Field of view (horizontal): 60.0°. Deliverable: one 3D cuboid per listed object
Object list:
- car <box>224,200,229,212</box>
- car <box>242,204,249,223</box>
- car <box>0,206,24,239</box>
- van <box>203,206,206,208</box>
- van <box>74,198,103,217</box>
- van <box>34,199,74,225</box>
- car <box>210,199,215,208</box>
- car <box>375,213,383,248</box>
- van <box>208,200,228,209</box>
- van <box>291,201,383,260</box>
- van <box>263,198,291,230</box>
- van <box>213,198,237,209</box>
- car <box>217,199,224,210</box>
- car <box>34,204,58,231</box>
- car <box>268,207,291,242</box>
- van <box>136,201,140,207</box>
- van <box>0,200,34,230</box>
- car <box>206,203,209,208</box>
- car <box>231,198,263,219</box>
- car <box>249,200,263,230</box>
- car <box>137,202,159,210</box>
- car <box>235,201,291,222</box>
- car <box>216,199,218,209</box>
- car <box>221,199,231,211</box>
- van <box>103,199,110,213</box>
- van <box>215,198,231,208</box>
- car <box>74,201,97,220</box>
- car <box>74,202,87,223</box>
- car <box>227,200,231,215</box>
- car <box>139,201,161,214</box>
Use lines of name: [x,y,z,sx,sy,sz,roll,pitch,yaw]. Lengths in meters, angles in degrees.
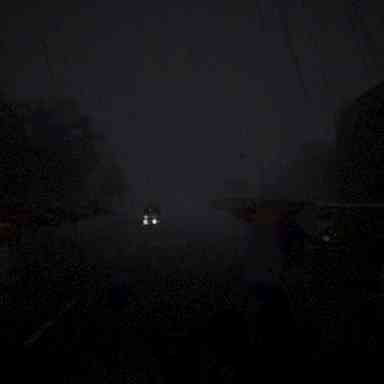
car: [6.391,1.953,36.136,4.792,1.488,2.163,1,-1,-20]
car: [6.423,1.801,24.407,4.674,1.452,2.002,1,-1,-20]
car: [-11.220,1.650,15.724,5.366,1.575,1.946,-1,-1,-20]
van: [6.218,4.014,91.820,4.442,1.987,1.878,3,-6,-21]
van: [-11.501,1.660,33.281,4.442,1.987,1.878,0,-1,-20]
van: [-11.288,1.537,24.539,4.442,1.987,1.878,-1,-1,-20]
car: [6.240,2.183,53.675,5.366,1.575,1.946,1,-1,-20]
car: [6.450,1.431,6.818,4.553,1.767,2.185,1,0,-20]
van: [6.359,3.057,80.127,4.442,1.987,1.878,2,-5,-20]
van: [6.315,1.391,12.635,4.442,1.987,1.878,1,0,-20]
van: [6.531,1.464,18.590,4.442,1.987,1.878,1,-1,-20]
van: [6.474,2.254,65.513,4.442,1.987,1.878,2,-3,-20]
car: [6.600,2.056,45.001,5.366,1.575,1.946,1,-1,-20]
car: [-11.389,1.765,21.543,4.674,1.452,2.002,-1,0,-20]
car: [6.413,1.653,15.611,5.008,1.535,2.097,1,-1,-20]
van: [-11.480,3.236,82.163,4.442,1.987,1.878,1,-4,-21]
van: [-11.505,1.465,18.563,4.442,1.987,1.878,-1,0,-20]
car: [6.496,2.739,71.375,5.366,1.575,1.946,2,-3,-20]
car: [6.451,1.549,27.359,5.566,2.045,2.435,1,-1,-20]
car: [6.393,1.597,21.471,4.553,1.767,2.185,1,-1,-20]
car: [-11.642,3.702,88.107,5.566,2.045,2.435,1,-5,-21]
car: [6.457,1.714,30.281,4.553,1.767,2.185,1,-1,-20]
car: [6.450,2.131,47.884,4.792,1.488,2.163,1,-1,-20]
car: [6.598,1.968,39.141,5.366,1.575,1.946,1,-1,-20]
van: [-11.284,1.701,36.314,4.442,1.987,1.878,0,-1,-20]
van: [6.314,1.917,50.764,4.442,1.987,1.878,1,-1,-20]
car: [-11.396,1.883,30.381,4.674,1.452,2.002,-1,-1,-20]
car: [-11.394,1.843,27.436,4.674,1.452,2.002,-1,-1,-20]
car: [6.415,1.883,33.210,4.892,1.521,2.231,1,-1,-20]
car: [-4.994,2.026,42.407,2.128,1.511,4.902,0,-1,0]
